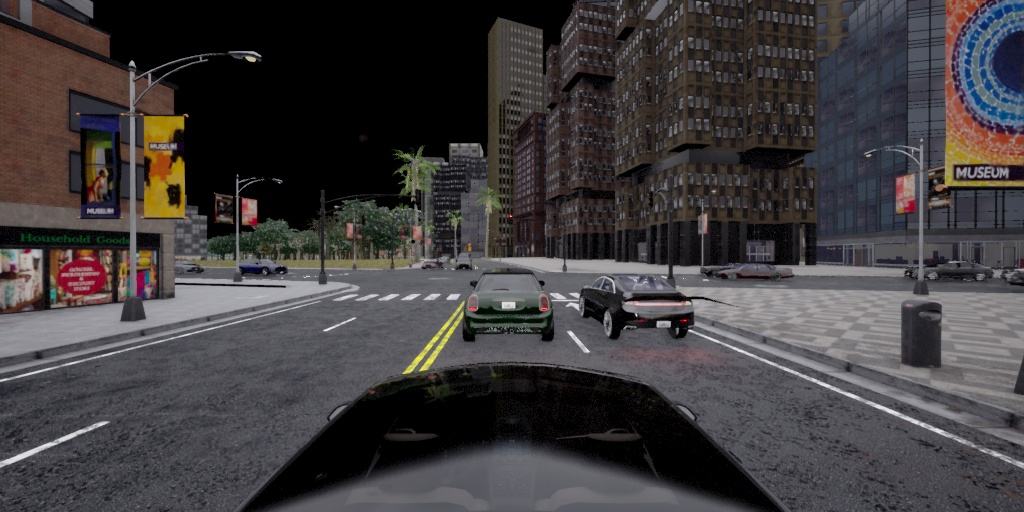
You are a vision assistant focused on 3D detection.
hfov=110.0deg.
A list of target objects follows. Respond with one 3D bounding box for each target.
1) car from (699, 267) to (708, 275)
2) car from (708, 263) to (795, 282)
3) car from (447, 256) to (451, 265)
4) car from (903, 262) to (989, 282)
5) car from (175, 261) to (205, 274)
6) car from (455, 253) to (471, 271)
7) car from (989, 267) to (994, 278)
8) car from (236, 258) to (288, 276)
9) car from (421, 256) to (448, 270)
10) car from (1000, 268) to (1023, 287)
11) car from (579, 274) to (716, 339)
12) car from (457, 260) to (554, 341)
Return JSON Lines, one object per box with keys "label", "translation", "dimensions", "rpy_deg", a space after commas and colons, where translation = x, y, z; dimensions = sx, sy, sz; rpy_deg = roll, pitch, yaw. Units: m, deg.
{"label": "car", "translation": [19.303, 1.280, 31.597], "dimensions": [4.718, 1.301, 1.895], "rpy_deg": [0, 0, 11]}
{"label": "car", "translation": [18.930, 1.240, 28.345], "dimensions": [5.357, 1.411, 2.033], "rpy_deg": [0, 0, 13]}
{"label": "car", "translation": [-11.833, 0.803, 63.383], "dimensions": [2.128, 1.511, 4.902], "rpy_deg": [0, 1, -9]}
{"label": "car", "translation": [34.050, 1.193, 28.110], "dimensions": [4.892, 1.490, 1.837], "rpy_deg": [0, 0, 13]}
{"label": "car", "translation": [-34.416, 1.183, 37.307], "dimensions": [4.181, 1.385, 1.994], "rpy_deg": [0, 0, 13]}
{"label": "car", "translation": [-6.049, 0.891, 45.153], "dimensions": [2.097, 1.767, 4.553], "rpy_deg": [0, 1, -7]}
{"label": "car", "translation": [36.594, 1.197, 24.165], "dimensions": [4.902, 1.511, 2.128], "rpy_deg": [0, 0, 13]}
{"label": "car", "translation": [-24.289, 0.995, 34.912], "dimensions": [4.553, 1.767, 2.097], "rpy_deg": [0, 0, 13]}
{"label": "car", "translation": [-10.029, 1.093, 45.849], "dimensions": [1.994, 1.385, 4.181], "rpy_deg": [0, 1, 6]}
{"label": "car", "translation": [30.262, 1.275, 18.790], "dimensions": [5.357, 1.411, 2.033], "rpy_deg": [0, 0, 13]}
{"label": "car", "translation": [3.172, 1.241, 10.058], "dimensions": [2.128, 1.511, 4.902], "rpy_deg": [0, 0, -1]}
{"label": "car", "translation": [-0.122, 1.102, 10.008], "dimensions": [2.097, 1.767, 4.553], "rpy_deg": [0, 0, -1]}
